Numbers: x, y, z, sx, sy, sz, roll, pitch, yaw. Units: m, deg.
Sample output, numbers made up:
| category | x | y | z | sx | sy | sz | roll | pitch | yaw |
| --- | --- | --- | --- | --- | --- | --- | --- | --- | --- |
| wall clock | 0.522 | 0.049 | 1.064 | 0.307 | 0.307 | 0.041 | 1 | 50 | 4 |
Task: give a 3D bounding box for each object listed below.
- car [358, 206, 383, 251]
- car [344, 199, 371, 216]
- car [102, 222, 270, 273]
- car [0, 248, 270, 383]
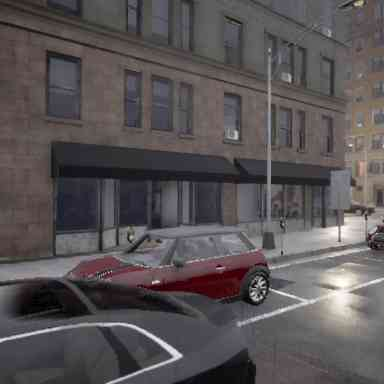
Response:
| category | x | y | z | sx | sy | sz | roll | pitch | yaw |
| --- | --- | --- | --- | --- | --- | --- | --- | --- | --- |
| car | 8.530 | 1.445 | 12.801 | 4.097 | 1.590 | 1.967 | 0 | 0 | -35 |
| car | 14.742 | 1.404 | 31.710 | 1.882 | 1.535 | 5.008 | 1 | 0 | -37 |
| car | -0.429 | 1.441 | 6.441 | 4.097 | 1.590 | 1.967 | 0 | 0 | -35 |
| car | -1.709 | 1.505 | 2.161 | 4.892 | 1.490 | 1.837 | 0 | 0 | -35 |
